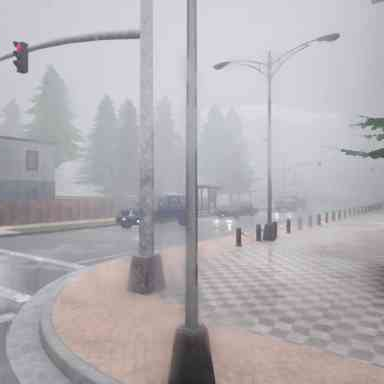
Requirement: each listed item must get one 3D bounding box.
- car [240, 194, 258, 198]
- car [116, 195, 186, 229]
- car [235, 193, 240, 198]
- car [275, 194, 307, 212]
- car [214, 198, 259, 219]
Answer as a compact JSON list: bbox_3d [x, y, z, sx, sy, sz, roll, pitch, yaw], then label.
[{"bbox_3d":[13.662,1.144,77.465,1.932,1.855,4.605,0,0,36],"label":"car"},{"bbox_3d":[-2.207,1.207,21.151,2.150,2.045,5.566,0,0,37],"label":"car"},{"bbox_3d":[11.398,1.146,78.624,1.905,1.878,3.866,0,0,36],"label":"car"},{"bbox_3d":[11.820,1.208,39.529,2.150,2.045,5.566,0,0,38],"label":"car"},{"bbox_3d":[4.102,1.532,29.461,2.033,1.411,5.357,0,0,37],"label":"car"}]
